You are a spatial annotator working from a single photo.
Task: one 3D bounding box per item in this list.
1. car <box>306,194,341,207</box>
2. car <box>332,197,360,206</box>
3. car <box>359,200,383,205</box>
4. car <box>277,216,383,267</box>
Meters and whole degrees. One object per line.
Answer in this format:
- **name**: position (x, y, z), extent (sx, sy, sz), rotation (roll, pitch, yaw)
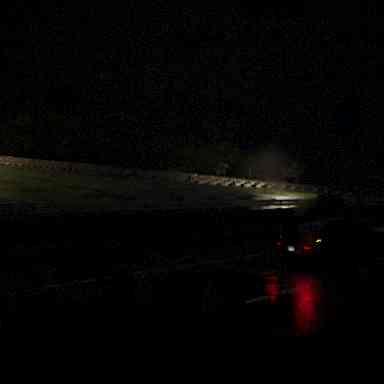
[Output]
- **car**: position (16.557, 1.320, 41.312), extent (5.566, 2.045, 2.150), rotation (0, 0, -35)
- **car**: position (18.625, 1.624, 38.486), extent (4.674, 1.442, 1.812), rotation (0, 0, -35)
- **car**: position (20.586, 1.645, 35.591), extent (5.357, 1.411, 2.033), rotation (0, 0, -35)
- **car**: position (4.937, 1.553, 11.546), extent (4.674, 1.442, 1.812), rotation (0, 0, -35)
